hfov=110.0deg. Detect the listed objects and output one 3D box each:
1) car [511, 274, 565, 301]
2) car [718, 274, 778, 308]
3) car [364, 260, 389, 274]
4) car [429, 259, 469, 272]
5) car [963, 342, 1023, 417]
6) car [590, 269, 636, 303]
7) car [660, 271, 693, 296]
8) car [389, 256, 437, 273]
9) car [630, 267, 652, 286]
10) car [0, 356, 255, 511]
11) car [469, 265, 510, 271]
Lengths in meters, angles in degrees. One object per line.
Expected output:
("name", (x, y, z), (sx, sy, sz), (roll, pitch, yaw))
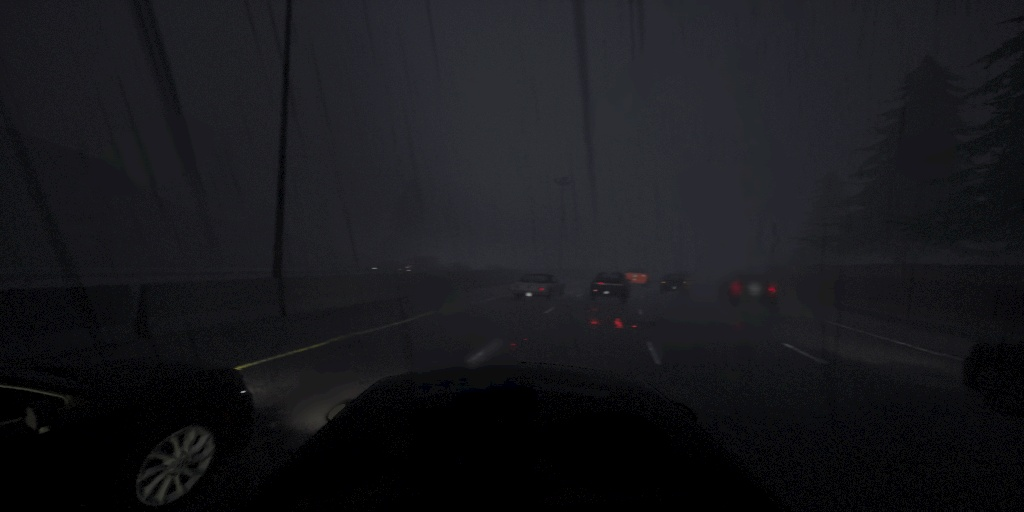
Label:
("car", (1.581, 1.620, 19.468), (1.895, 1.301, 4.718), (2, -1, 20))
("car", (13.127, 1.797, 20.192), (2.097, 1.767, 4.553), (2, -1, 22))
("car", (-13.507, 1.202, 38.364), (1.837, 1.490, 4.892), (2, -1, 25))
("car", (-6.065, 1.452, 37.786), (2.128, 1.511, 4.902), (2, -1, 26))
("car", (7.631, 1.539, 3.576), (2.128, 1.511, 4.902), (2, -1, 14))
("car", (5.548, 1.661, 20.039), (2.128, 1.511, 4.902), (2, -1, 21))
("car", (11.791, 1.992, 25.988), (1.812, 1.442, 4.674), (2, -1, 24))
("car", (-9.892, 1.043, 37.907), (2.150, 2.045, 5.566), (2, -1, 25))
("car", (12.404, 1.950, 35.173), (2.097, 1.767, 4.553), (2, -1, 27))
("car", (-3.665, 1.117, 1.442), (1.837, 1.490, 4.892), (2, -1, 12))
("car", (-1.994, 1.660, 38.193), (2.033, 1.411, 5.357), (2, -1, 27))
